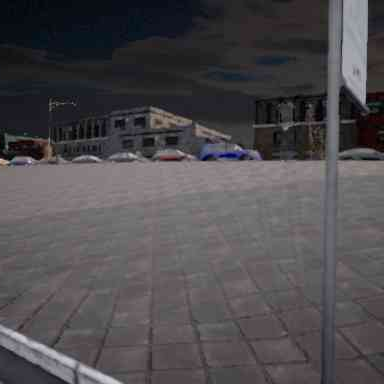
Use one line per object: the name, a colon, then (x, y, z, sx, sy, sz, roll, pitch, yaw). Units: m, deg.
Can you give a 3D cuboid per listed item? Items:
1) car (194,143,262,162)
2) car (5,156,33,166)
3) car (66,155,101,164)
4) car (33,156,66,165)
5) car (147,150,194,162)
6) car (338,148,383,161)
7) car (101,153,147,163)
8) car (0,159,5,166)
car: (3.477, -3.347, 30.331, 5.566, 2.045, 2.435, 2, 1, 25)
car: (-21.395, -3.802, 42.975, 4.553, 1.767, 2.185, 1, 1, 31)
car: (-11.537, -3.428, 37.568, 4.674, 1.452, 2.002, 1, 1, 28)
car: (-16.402, -3.541, 40.175, 4.792, 1.488, 2.163, 1, 1, 29)
car: (-1.624, -3.367, 32.669, 4.553, 1.767, 2.185, 1, 1, 26)
car: (13.660, -2.703, 26.087, 4.674, 1.452, 2.002, 2, 1, 22)
car: (-6.705, -3.365, 35.111, 4.892, 1.521, 2.231, 1, 1, 27)
car: (-26.149, -3.780, 45.790, 5.008, 1.535, 2.097, 1, 1, 32)
